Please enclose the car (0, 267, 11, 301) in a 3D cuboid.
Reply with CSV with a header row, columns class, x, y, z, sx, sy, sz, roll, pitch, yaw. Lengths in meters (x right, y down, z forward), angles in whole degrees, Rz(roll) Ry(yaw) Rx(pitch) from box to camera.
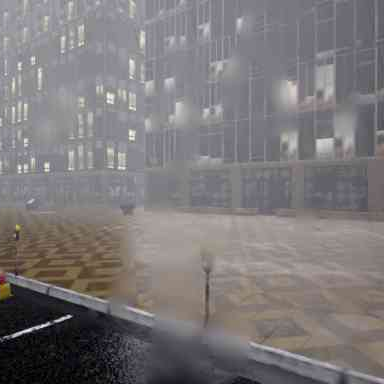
class,x,y,z,sx,sy,sz,roll,pitch,yaw
car,-5.585,1.526,6.825,4.829,1.417,1.752,0,0,35
